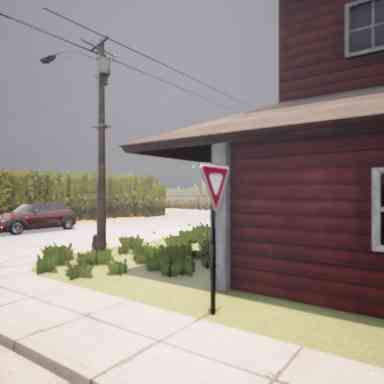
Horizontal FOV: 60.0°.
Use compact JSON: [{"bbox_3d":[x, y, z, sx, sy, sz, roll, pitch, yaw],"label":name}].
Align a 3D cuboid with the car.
[{"bbox_3d":[-9.106,1.380,19.138,2.097,1.767,4.553,0,0,36],"label":"car"}]
